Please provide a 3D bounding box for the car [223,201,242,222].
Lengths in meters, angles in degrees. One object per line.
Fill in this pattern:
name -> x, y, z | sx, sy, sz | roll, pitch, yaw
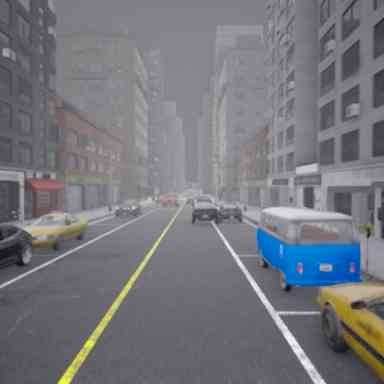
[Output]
car -> 2.748, 1.507, 25.189 | 2.008, 1.369, 4.403 | -1, 0, 0

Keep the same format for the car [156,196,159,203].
car -> -5.784, 1.355, 63.724 | 1.967, 1.590, 4.097 | -1, 0, 0

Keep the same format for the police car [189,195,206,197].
police car -> 0.891, 1.369, 34.401 | 1.930, 1.638, 5.238 | 0, 0, 0

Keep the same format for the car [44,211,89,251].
car -> -5.775, 1.498, 14.008 | 1.752, 1.417, 4.829 | -1, 0, 0

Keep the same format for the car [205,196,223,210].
car -> 2.744, 1.376, 41.705 | 1.967, 1.590, 4.097 | -1, 0, 0

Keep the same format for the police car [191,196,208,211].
police car -> 0.893, 1.363, 40.401 | 1.930, 1.638, 5.238 | 0, 0, 0

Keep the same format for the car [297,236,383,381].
car -> 2.752, 1.519, 3.340 | 1.752, 1.417, 4.829 | -1, 0, 0

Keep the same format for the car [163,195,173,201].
car -> -5.786, 1.449, 80.240 | 1.887, 1.381, 4.507 | -1, 0, 0

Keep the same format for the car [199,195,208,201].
car -> 2.739, 1.450, 80.241 | 1.887, 1.381, 4.507 | -1, 0, 0

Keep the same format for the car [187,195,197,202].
car -> -0.012, 1.352, 74.598 | 2.128, 1.511, 4.902 | 0, 0, 0

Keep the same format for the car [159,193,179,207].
car -> -3.086, 1.150, 48.628 | 2.150, 2.045, 5.566 | 0, 0, 0

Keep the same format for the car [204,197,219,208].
car -> 2.745, 1.475, 47.210 | 1.887, 1.381, 4.507 | -1, 0, 0

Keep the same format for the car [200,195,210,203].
car -> 2.741, 1.457, 69.230 | 1.887, 1.381, 4.507 | -1, 0, 0

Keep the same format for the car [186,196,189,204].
car -> -0.009, 1.444, 59.494 | 1.812, 1.442, 4.674 | 0, 0, 0

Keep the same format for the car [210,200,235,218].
car -> 2.747, 1.494, 30.694 | 1.887, 1.381, 4.507 | -1, 0, 0

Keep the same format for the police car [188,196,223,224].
police car -> 0.896, 1.382, 24.400 | 1.930, 1.638, 5.238 | 0, 0, 0

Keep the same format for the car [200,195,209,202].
car -> 2.740, 1.453, 74.736 | 1.887, 1.381, 4.507 | -1, 0, 0

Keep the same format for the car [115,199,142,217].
car -> -5.779, 1.388, 30.693 | 1.967, 1.590, 4.097 | -1, 0, 0

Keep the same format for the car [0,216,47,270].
car -> -5.774, 1.548, 8.672 | 1.947, 1.339, 4.313 | -1, 0, 0

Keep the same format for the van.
van -> 2.748, 1.324, 8.674 | 1.690, 1.788, 3.998 | -1, 0, 0

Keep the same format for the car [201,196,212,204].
car -> 2.742, 1.482, 63.726 | 1.947, 1.339, 4.313 | -1, 0, 0
